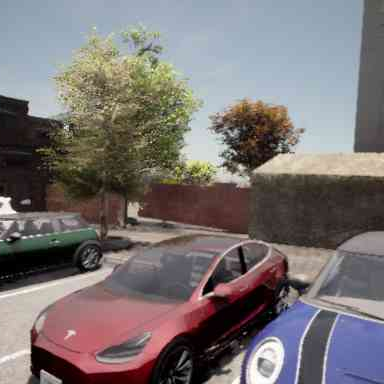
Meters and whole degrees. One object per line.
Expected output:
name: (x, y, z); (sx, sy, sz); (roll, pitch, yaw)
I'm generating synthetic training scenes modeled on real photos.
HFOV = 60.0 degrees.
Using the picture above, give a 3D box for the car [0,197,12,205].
car: (-9.105, 1.212, 11.746); (2.435, 2.045, 5.566); (0, 0, 36)

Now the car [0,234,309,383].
car: (-0.012, 1.506, 5.254); (2.163, 1.488, 4.792); (0, 0, 36)

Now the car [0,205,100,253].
car: (-4.624, 1.344, 8.621); (2.185, 1.767, 4.553); (0, 0, 36)
